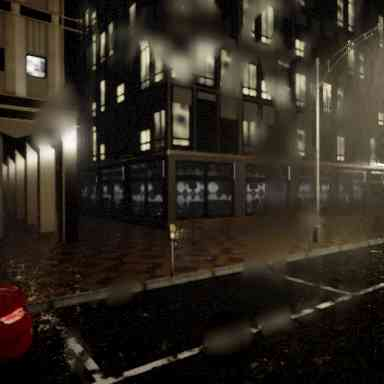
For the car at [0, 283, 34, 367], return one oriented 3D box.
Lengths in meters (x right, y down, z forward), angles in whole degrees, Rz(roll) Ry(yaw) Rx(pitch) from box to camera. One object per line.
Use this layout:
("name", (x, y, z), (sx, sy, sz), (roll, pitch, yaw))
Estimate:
("car", (-3.908, 1.591, 3.310), (4.206, 1.307, 1.802), (0, 0, -36))
